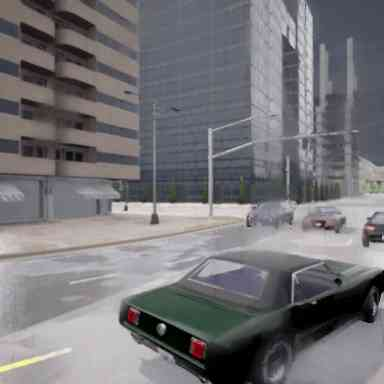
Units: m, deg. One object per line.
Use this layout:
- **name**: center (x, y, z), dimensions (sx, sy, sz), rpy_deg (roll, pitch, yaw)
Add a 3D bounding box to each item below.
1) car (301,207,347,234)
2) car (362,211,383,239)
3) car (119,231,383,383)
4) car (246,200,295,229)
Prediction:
- **car**: center (7.803, 1.555, 19.447), dimensions (1.994, 1.385, 4.181), rpy_deg (0, 0, 32)
- **car**: center (8.430, 1.509, 14.059), dimensions (1.812, 1.442, 4.674), rpy_deg (0, 0, 35)
- **car**: center (1.364, 1.602, 5.295), dimensions (4.718, 1.301, 1.895), rpy_deg (0, 0, -42)
- **car**: center (5.217, 1.365, 21.896), dimensions (2.097, 1.767, 4.553), rpy_deg (0, 0, 32)
